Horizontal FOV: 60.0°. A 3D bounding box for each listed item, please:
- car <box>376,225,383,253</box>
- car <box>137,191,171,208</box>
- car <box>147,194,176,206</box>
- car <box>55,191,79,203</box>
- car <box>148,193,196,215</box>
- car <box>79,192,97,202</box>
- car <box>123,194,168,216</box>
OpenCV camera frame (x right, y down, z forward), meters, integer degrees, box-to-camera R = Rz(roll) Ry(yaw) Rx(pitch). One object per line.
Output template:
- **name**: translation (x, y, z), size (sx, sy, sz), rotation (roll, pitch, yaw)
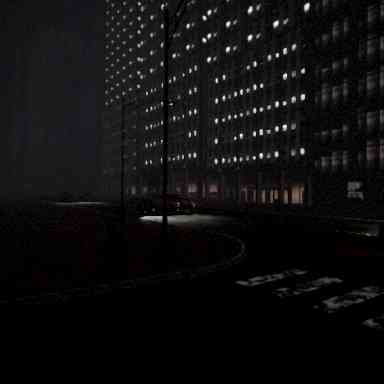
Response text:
- **car**: translation (8.036, 1.518, 9.620), size (1.837, 1.490, 4.892), rotation (0, 0, -35)
- **car**: translation (-4.529, 0.839, 39.331), size (2.097, 1.767, 4.553), rotation (1, 0, -35)
- **car**: translation (-4.185, 0.983, 44.513), size (1.812, 1.442, 4.674), rotation (1, 1, -35)
- **car**: translation (-17.994, 0.668, 47.031), size (1.882, 1.535, 5.008), rotation (1, 0, -34)
- **car**: translation (-1.624, 0.965, 29.146), size (2.097, 1.767, 4.553), rotation (1, 0, -35)
- **car**: translation (-15.688, 0.741, 49.413), size (1.812, 1.442, 4.674), rotation (1, 0, -34)
- **car**: translation (-4.056, 1.148, 26.949), size (1.994, 1.385, 4.181), rotation (1, 0, -35)
